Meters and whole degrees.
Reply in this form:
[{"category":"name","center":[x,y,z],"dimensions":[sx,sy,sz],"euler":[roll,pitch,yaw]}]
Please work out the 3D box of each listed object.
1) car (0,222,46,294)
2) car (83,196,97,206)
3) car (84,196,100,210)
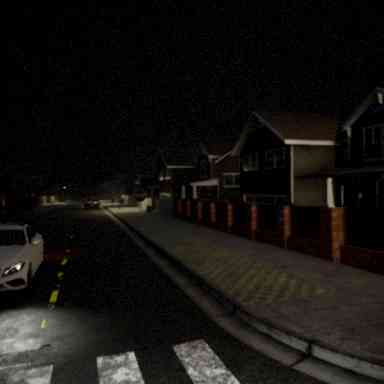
[{"category":"car","center":[-4.999,1.582,8.743],"dimensions":[1.812,1.442,4.674],"euler":[-1,0,-18]},{"category":"car","center":[-17.621,1.520,57.506],"dimensions":[2.128,1.511,4.902],"euler":[-1,0,-18]},{"category":"car","center":[-13.197,1.495,43.760],"dimensions":[2.128,1.511,4.902],"euler":[-1,0,-18]}]
